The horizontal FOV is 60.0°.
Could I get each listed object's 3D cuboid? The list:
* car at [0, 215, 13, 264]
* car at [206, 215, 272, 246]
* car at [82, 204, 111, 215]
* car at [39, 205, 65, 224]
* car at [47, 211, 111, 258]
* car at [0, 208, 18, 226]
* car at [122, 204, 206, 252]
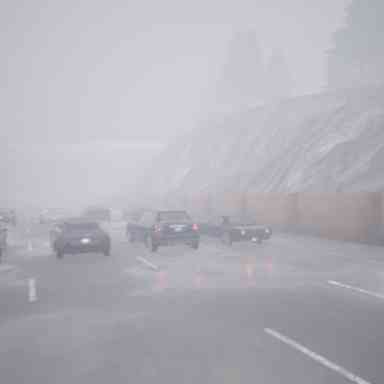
[{"bbox_3d":[-7.663,1.724,11.823,1.895,1.301,4.718,0,-1,-26],"label":"car"},{"bbox_3d":[1.746,1.785,16.484,1.895,1.301,4.718,0,-1,-26],"label":"car"},{"bbox_3d":[-8.484,1.790,29.256,1.882,1.535,5.008,0,0,-26],"label":"car"},{"bbox_3d":[-11.475,1.814,27.404,1.812,1.442,4.674,0,0,-26],"label":"car"},{"bbox_3d":[-4.630,1.710,13.587,1.994,1.385,4.181,0,-1,-26],"label":"car"},{"bbox_3d":[-14.325,1.864,25.255,1.895,1.301,4.718,0,-1,-26],"label":"car"},{"bbox_3d":[-1.464,1.516,15.090,2.097,1.767,4.553,0,-1,-26],"label":"car"}]
